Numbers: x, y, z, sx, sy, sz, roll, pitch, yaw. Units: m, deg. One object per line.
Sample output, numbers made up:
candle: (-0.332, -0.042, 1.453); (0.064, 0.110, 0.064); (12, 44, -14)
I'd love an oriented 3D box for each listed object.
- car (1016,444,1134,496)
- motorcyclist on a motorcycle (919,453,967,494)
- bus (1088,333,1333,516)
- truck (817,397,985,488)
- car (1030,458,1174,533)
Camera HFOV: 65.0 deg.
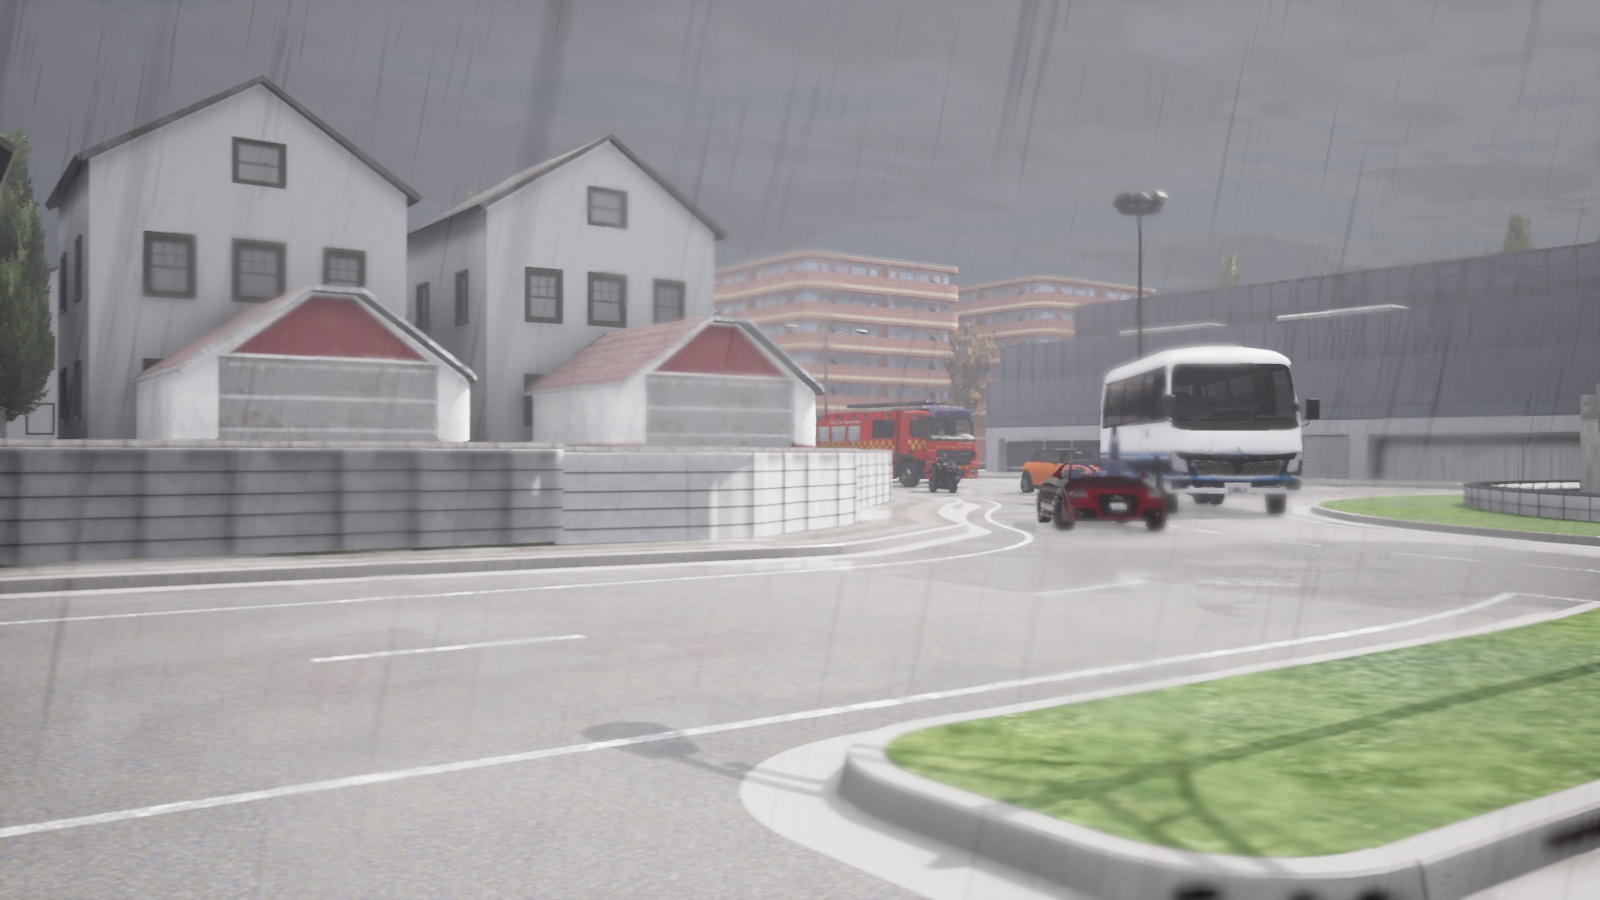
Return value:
car: (9.864, 0.692, 45.470); (2.097, 1.767, 4.553); (0, 0, -19)
motorcyclist on a motorcycle: (5.413, 0.883, 47.723); (0.866, 1.530, 2.191); (0, 0, -22)
bus: (10.739, -0.571, 34.437); (3.944, 4.253, 10.273); (0, 0, 4)
truck: (4.423, -0.291, 57.178); (2.891, 3.827, 8.468); (0, 0, -35)
car: (5.986, 0.857, 25.372); (1.994, 1.385, 4.181); (0, 0, 2)
